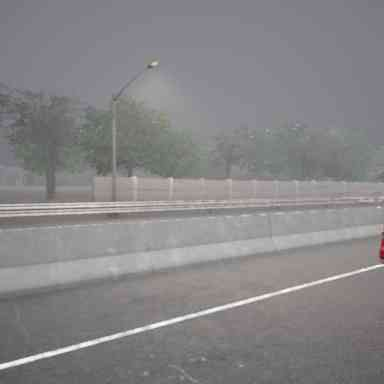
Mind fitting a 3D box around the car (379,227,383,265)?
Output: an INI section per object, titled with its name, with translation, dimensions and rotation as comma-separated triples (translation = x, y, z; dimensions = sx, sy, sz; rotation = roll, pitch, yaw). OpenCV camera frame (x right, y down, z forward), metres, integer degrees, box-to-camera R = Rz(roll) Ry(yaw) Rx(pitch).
[car]
translation = 7.263, 1.198, 8.942
dimensions = 5.566, 2.045, 2.150
rotation = -1, 0, -35
